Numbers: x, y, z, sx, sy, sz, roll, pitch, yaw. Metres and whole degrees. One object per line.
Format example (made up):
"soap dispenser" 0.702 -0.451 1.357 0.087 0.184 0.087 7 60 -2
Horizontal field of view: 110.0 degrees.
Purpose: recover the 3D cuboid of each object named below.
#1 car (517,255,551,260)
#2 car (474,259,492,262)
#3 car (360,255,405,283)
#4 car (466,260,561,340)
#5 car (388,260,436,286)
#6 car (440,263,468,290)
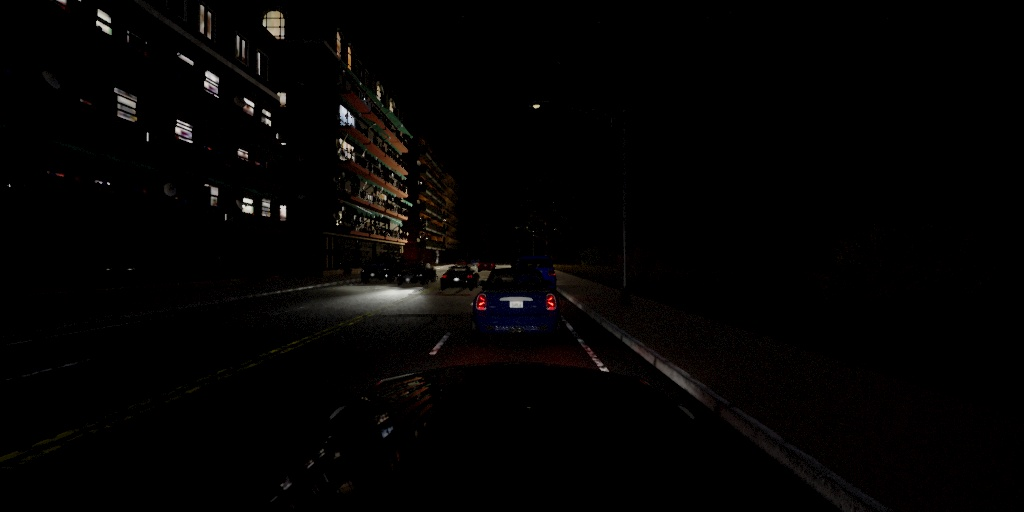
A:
"car" 1.132 0.977 19.725 2.150 2.045 5.566 0 0 0
"car" -3.158 1.105 44.979 2.097 1.767 4.553 0 0 0
"car" -9.856 0.974 28.087 2.150 2.045 5.566 0 0 0
"car" 0.095 1.103 10.150 2.097 1.767 4.553 0 0 0
"car" -6.605 1.244 25.175 2.128 1.511 4.902 0 0 0
"car" -3.156 1.315 22.332 1.994 1.385 4.181 0 0 0
